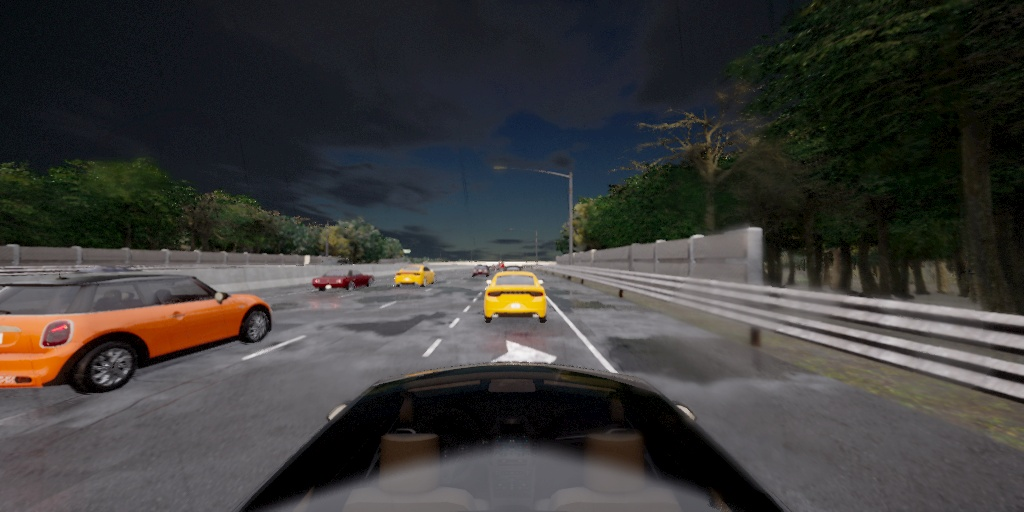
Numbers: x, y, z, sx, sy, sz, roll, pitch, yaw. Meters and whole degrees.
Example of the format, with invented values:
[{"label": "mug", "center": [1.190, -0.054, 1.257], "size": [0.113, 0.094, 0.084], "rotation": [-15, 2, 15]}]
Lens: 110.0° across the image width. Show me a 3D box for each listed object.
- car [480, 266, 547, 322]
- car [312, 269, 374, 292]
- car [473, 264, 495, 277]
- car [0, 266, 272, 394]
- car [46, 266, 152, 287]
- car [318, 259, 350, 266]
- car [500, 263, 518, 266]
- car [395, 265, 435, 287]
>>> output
[{"label": "car", "center": [0.101, 1.278, 12.618], "size": [1.882, 1.535, 5.008], "rotation": [0, 0, 0]}, {"label": "car", "center": [-10.398, 1.486, 22.559], "size": [1.895, 1.301, 4.718], "rotation": [0, -1, 0]}, {"label": "car", "center": [-3.496, 1.719, 41.988], "size": [2.033, 1.411, 5.357], "rotation": [0, -1, 0]}, {"label": "car", "center": [-6.899, 1.122, 6.882], "size": [2.097, 1.767, 4.553], "rotation": [0, 0, 0]}, {"label": "car", "center": [-31.593, 1.493, 27.751], "size": [2.033, 1.411, 5.357], "rotation": [0, -1, 0]}, {"label": "car", "center": [-21.076, 1.398, 42.309], "size": [2.150, 2.045, 5.566], "rotation": [0, -1, 0]}, {"label": "car", "center": [0.103, 1.514, 30.849], "size": [1.812, 1.442, 4.674], "rotation": [0, -1, 0]}, {"label": "car", "center": [-6.897, 1.402, 26.015], "size": [1.882, 1.535, 5.008], "rotation": [0, -1, 0]}]
